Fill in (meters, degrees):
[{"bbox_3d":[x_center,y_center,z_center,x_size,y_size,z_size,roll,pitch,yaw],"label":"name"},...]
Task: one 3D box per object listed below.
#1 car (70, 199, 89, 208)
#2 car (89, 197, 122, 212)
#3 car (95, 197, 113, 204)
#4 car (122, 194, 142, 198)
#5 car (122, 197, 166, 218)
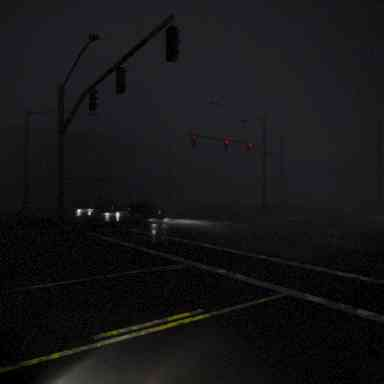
[{"bbox_3d":[-15.746,1.601,46.806,1.895,1.301,4.718,0,0,-33],"label":"car"},{"bbox_3d":[-10.019,1.564,38.688,1.994,1.385,4.181,0,0,-35],"label":"car"},{"bbox_3d":[-16.510,1.601,62.708,1.895,1.301,4.718,0,0,3],"label":"car"},{"bbox_3d":[-13.682,1.524,72.536,1.812,1.442,4.674,0,0,30],"label":"car"},{"bbox_3d":[-4.218,1.491,30.614,2.128,1.511,4.902,0,0,-36],"label":"car"}]
